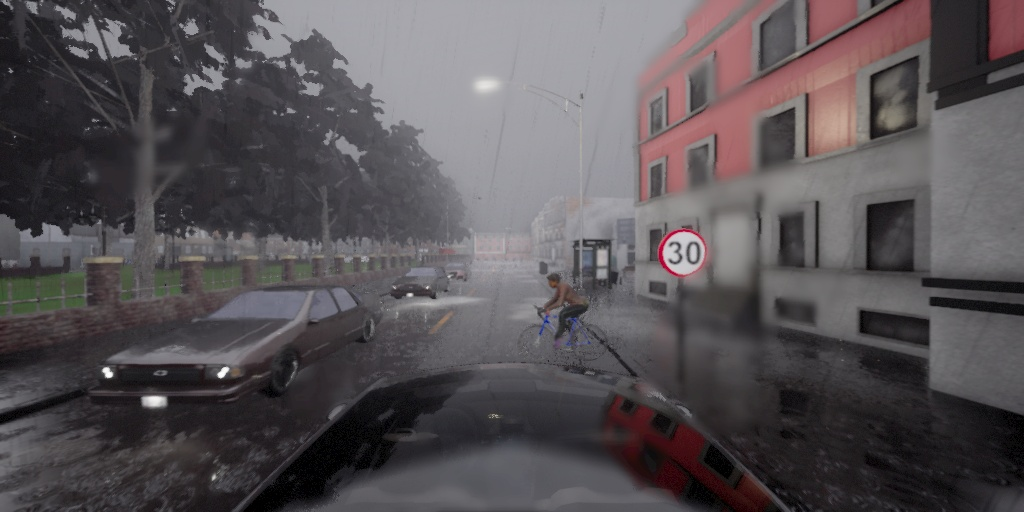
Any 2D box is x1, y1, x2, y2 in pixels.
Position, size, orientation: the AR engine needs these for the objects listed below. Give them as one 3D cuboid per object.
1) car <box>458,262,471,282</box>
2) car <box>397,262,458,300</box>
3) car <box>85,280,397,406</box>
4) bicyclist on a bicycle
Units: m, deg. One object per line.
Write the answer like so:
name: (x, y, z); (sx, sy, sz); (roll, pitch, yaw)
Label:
car: (-4.216, 1.141, 27.048); (1.994, 1.385, 4.181); (0, 0, 0)
car: (-4.184, 1.192, 17.339); (2.033, 1.411, 5.357); (0, 0, 0)
car: (-4.122, 1.265, 6.782); (2.033, 1.411, 5.357); (0, 0, 0)
bicyclist on a bicycle: (0.931, 1.141, 6.596); (1.656, 1.620, 0.582); (-1, 0, 0)
